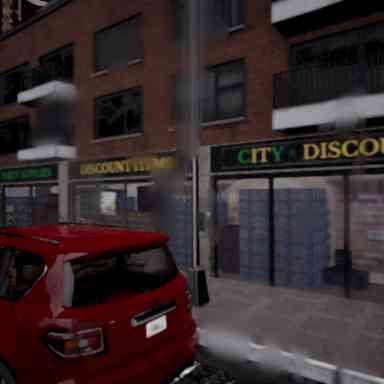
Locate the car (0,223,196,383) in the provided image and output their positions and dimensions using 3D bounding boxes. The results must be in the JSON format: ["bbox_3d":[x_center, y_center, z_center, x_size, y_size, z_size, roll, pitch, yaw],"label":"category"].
[{"bbox_3d":[-2.278,1.361,4.497,5.009,1.841,2.192,-1,0,35],"label":"car"}]
